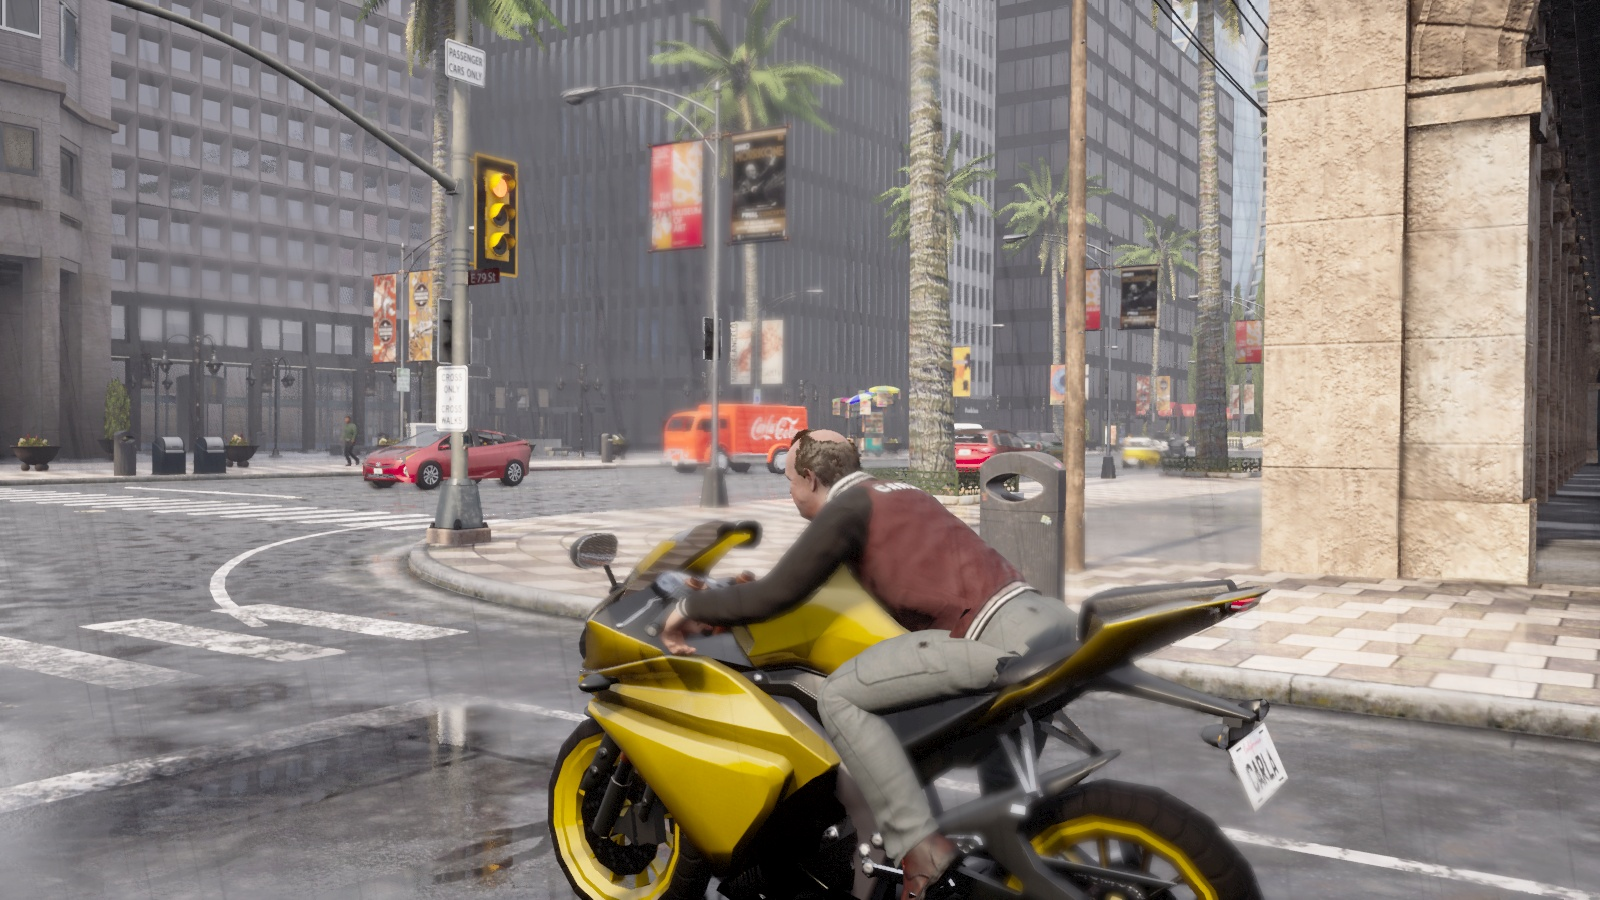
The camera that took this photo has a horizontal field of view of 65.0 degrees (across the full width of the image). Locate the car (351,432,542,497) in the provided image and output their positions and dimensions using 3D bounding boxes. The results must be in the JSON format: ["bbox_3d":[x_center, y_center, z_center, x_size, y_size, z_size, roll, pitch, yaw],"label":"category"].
[{"bbox_3d":[-8.995,0.318,32.343,2.007,1.525,4.514,0,1,33],"label":"car"}]

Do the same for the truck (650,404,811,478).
[{"bbox_3d":[-2.420,-0.341,44.494,5.204,2.467,2.627,-1,1,-43],"label":"truck"}]

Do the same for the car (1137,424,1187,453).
[{"bbox_3d":[23.880,-0.797,82.704,1.932,1.855,4.605,0,1,33],"label":"car"}]

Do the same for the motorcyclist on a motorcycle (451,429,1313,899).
[{"bbox_3d":[0.146,0.718,3.421,2.191,1.530,0.866,0,1,33],"label":"motorcyclist on a motorcycle"}]

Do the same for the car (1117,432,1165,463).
[{"bbox_3d":[15.401,-0.127,56.643,1.481,1.376,2.207,0,1,33],"label":"car"}]

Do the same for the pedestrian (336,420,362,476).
[{"bbox_3d":[-15.731,-0.068,43.803,0.423,1.949,0.788,0,1,23],"label":"pedestrian"}]

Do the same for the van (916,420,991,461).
[{"bbox_3d":[7.906,-0.496,64.390,2.069,2.038,4.480,0,1,33],"label":"van"}]

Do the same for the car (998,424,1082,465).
[{"bbox_3d":[10.699,-0.269,55.815,2.097,1.767,4.553,0,1,33],"label":"car"}]

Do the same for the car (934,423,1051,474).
[{"bbox_3d":[6.722,-0.078,43.438,2.242,1.667,4.611,0,1,33],"label":"car"}]
